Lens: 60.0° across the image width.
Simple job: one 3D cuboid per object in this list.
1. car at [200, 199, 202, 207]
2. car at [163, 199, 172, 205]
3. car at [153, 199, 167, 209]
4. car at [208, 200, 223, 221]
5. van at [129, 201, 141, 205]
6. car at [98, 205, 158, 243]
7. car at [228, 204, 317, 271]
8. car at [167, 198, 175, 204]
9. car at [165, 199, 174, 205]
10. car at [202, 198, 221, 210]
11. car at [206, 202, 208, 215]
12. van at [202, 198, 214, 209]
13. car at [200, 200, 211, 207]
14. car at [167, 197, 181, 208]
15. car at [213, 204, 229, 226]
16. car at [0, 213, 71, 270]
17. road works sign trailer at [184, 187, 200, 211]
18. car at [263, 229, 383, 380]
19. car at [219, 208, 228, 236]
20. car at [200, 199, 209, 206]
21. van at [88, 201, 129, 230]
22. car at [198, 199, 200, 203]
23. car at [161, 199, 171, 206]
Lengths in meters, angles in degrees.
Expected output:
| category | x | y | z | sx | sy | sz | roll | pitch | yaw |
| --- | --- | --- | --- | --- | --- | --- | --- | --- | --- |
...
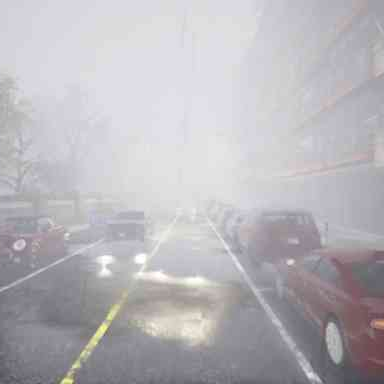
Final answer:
| category | x | y | z | sx | sy | sz | roll | pitch | yaw |
| --- | --- | --- | --- | --- | --- | --- | --- | --- | --- |
| car | 2.682 | 1.960 | 50.679 | 1.967 | 1.590 | 4.097 | 0 | -1 | 0 |
| car | -5.703 | 2.411 | 78.829 | 1.802 | 1.307 | 4.206 | 0 | -1 | 0 |
| car | -5.699 | 2.105 | 56.138 | 1.752 | 1.417 | 4.829 | 0 | -1 | 0 |
| car | 2.687 | 1.719 | 28.160 | 1.967 | 1.590 | 4.097 | 0 | -1 | 0 |
| van | -5.693 | 1.619 | 28.159 | 1.690 | 1.788 | 3.998 | 0 | -1 | 0 |
| car | -3.103 | 1.645 | 17.237 | 1.882 | 1.535 | 5.008 | 0 | -1 | 0 |
| car | 2.691 | 1.425 | 11.272 | 2.192 | 1.841 | 5.009 | 0 | -1 | 0 |
| car | -5.705 | 2.402 | 90.086 | 1.967 | 1.590 | 4.097 | 0 | -1 | 0 |
| car | -5.704 | 2.438 | 84.457 | 1.887 | 1.381 | 4.507 | 0 | -1 | 0 |
| car | 2.685 | 1.713 | 39.421 | 2.192 | 1.841 | 5.009 | 0 | -1 | 0 |
| car | 2.685 | 1.919 | 33.789 | 1.802 | 1.307 | 4.206 | 0 | -1 | 0 |
| van | 2.682 | 1.923 | 56.311 | 1.690 | 1.788 | 3.998 | 0 | -1 | 0 |
| car | 2.679 | 2.257 | 67.569 | 2.008 | 1.369 | 4.403 | 0 | -1 | 0 |
| car | -3.053 | 2.144 | 59.629 | 1.812 | 1.442 | 4.674 | 0 | -1 | 1 |
| car | 2.687 | 1.766 | 22.530 | 1.887 | 1.381 | 4.507 | 0 | -1 | 0 |
| car | -5.690 | 1.549 | 11.270 | 1.967 | 1.590 | 4.097 | 0 | -1 | 0 |
| road works sign trailer | -0.009 | 0.979 | 50.140 | 2.380 | 3.560 | 2.880 | 0 | -1 | 0 |
| car | 2.691 | 1.600 | 5.640 | 1.887 | 1.381 | 4.507 | 0 | -1 | 0 |
| car | 2.688 | 1.715 | 16.900 | 2.008 | 1.369 | 4.403 | 0 | -1 | 0 |
| car | 2.679 | 2.312 | 73.200 | 1.887 | 1.381 | 4.507 | 0 | -1 | 0 |
| van | -5.693 | 1.562 | 22.531 | 1.690 | 1.788 | 3.998 | 0 | -1 | 0 |
| car | 2.680 | 2.210 | 61.939 | 1.947 | 1.339 | 4.313 | 0 | -1 | 0 |
| car | -5.702 | 2.333 | 73.199 | 1.947 | 1.339 | 4.313 | 0 | -1 | 0 |
